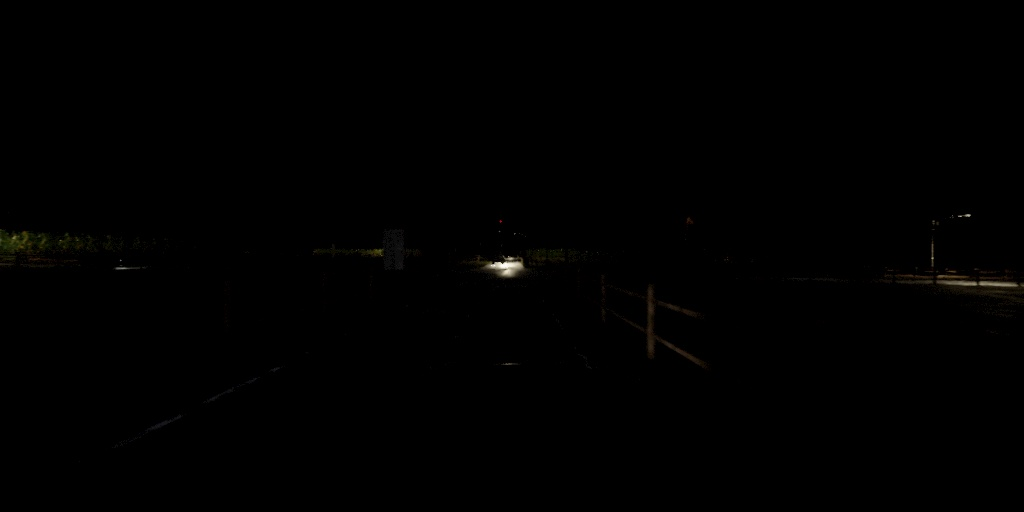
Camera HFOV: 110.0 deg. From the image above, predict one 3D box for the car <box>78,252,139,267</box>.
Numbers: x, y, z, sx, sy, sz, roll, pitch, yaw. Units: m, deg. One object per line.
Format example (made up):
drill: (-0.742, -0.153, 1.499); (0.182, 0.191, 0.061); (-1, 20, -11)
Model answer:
car: (-40.494, 0.365, 36.033); (4.892, 1.490, 1.837); (1, 0, 0)

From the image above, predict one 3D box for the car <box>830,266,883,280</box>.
car: (38.037, 1.827, 39.647); (4.902, 1.511, 2.128); (1, 0, 0)
